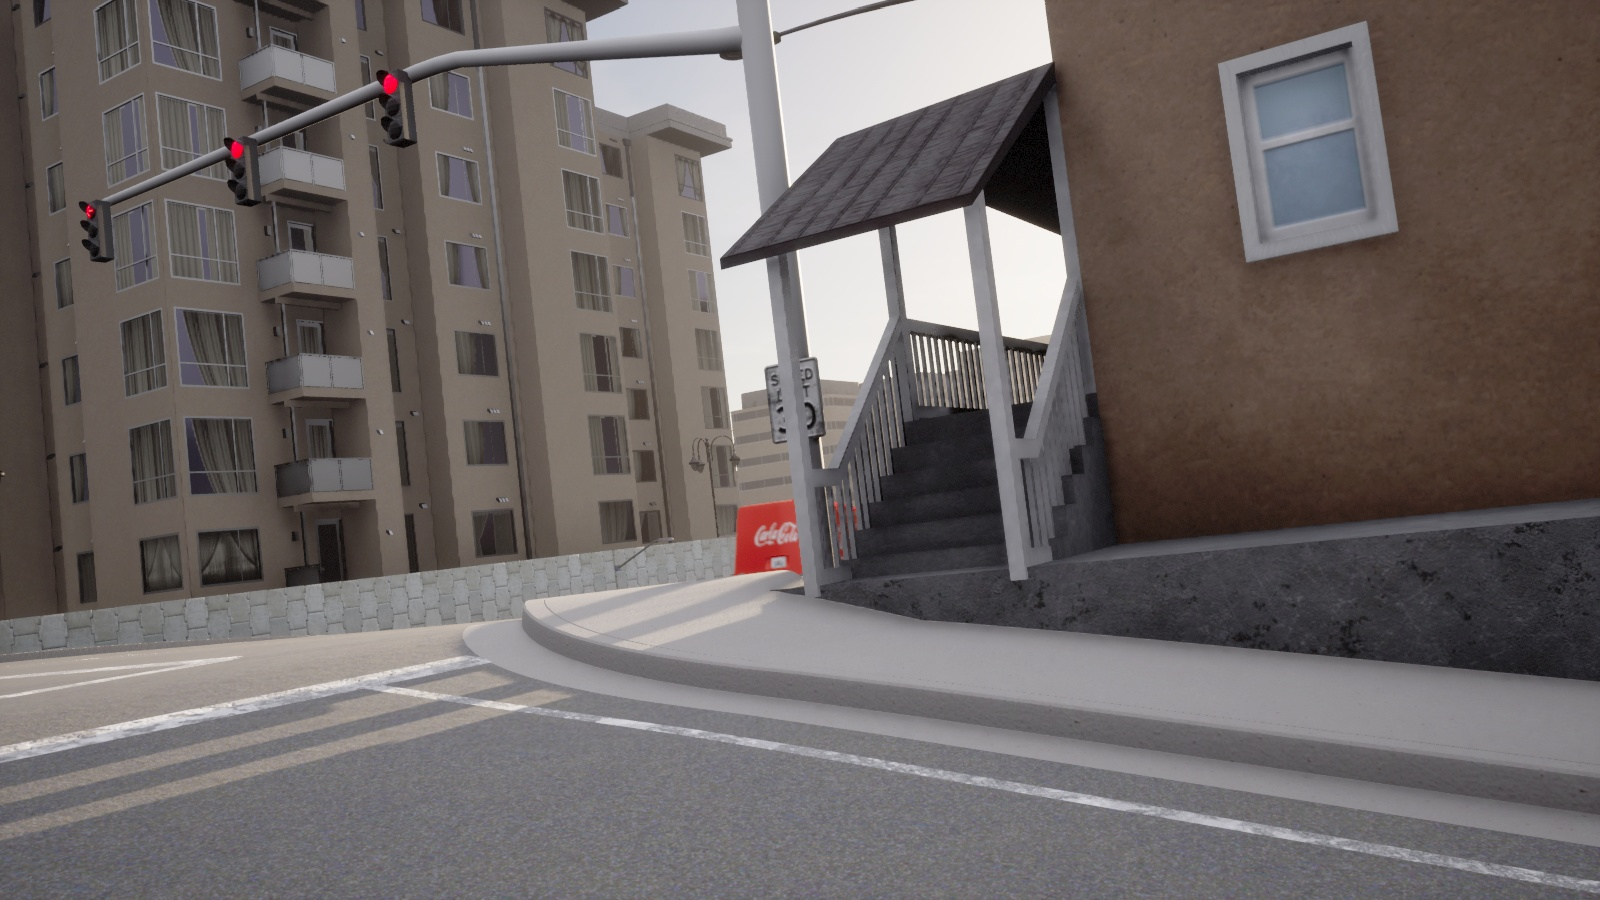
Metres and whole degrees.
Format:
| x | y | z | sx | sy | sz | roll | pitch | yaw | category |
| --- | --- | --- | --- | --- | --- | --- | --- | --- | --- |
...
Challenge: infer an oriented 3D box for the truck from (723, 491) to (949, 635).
| x | y | z | sx | sy | sz | roll | pitch | yaw | category |
| --- | --- | --- | --- | --- | --- | --- | --- | --- | --- |
| 0.919 | 2.693 | 28.326 | 2.627 | 2.467 | 5.204 | -10 | -16 | 33 | truck |
